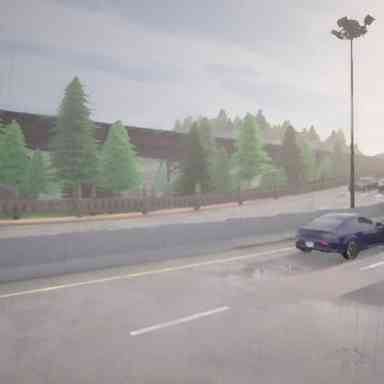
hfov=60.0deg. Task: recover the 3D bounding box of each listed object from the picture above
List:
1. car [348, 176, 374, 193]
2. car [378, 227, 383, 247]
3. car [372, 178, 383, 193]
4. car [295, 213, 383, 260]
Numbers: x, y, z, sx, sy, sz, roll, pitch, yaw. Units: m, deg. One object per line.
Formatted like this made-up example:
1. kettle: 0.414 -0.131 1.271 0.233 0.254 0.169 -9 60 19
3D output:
1. car: 21.336 -0.957 41.433 4.553 1.767 2.097 -8 5 -36
2. car: 7.324 1.562 9.166 4.718 1.301 1.895 -2 1 -36
3. car: 23.454 -0.856 38.648 5.008 1.535 1.882 -8 5 -36
4. car: 5.745 1.491 12.348 4.674 1.442 1.812 -2 1 -36
